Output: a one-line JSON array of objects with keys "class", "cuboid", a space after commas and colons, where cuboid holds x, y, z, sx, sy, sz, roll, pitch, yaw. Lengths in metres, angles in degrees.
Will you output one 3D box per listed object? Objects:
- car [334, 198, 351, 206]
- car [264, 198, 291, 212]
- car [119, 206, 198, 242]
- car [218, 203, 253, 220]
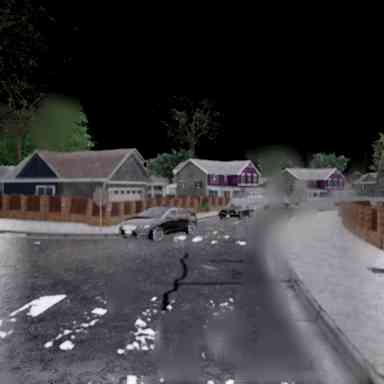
[{"class": "car", "cuboid": [26.423, 1.814, 57.826, 4.181, 1.385, 1.994, 1, 0, -39]}, {"class": "car", "cuboid": [10.520, 1.557, 40.726, 1.882, 1.535, 5.008, 0, 0, 35]}, {"class": "car", "cuboid": [-1.488, 1.468, 16.445, 2.128, 1.511, 4.902, 1, 0, 31]}, {"class": "car", "cuboid": [3.797, 1.615, 28.688, 1.895, 1.301, 4.718, 0, 0, 24]}]
